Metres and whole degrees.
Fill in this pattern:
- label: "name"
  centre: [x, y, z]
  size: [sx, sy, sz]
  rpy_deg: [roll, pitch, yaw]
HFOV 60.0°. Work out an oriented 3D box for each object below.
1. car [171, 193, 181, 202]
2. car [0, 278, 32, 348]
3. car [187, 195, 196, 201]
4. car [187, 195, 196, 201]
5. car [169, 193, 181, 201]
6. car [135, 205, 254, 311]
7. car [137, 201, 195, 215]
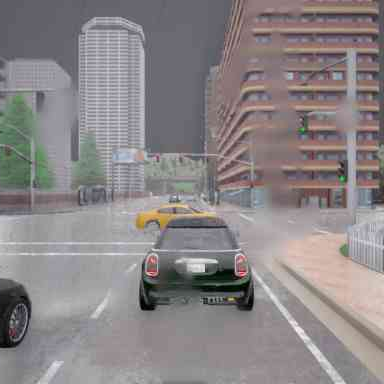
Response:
- label: "car"
  centre: [-3.643, 1.219, 76.086]
  size: [2.150, 2.045, 5.566]
  rpy_deg: [0, 0, 0]
- label: "car"
  centre: [-3.431, 1.526, 3.317]
  size: [1.812, 1.442, 4.674]
  rpy_deg: [0, 0, 0]
- label: "car"
  centre: [-0.144, 1.518, 76.344]
  size: [1.812, 1.442, 4.674]
  rpy_deg: [0, 0, 0]
- label: "car"
  centre: [-0.161, 1.506, 85.343]
  size: [2.128, 1.511, 4.902]
  rpy_deg: [0, 0, 0]
- label: "car"
  centre: [-3.525, 1.491, 66.085]
  size: [2.128, 1.511, 4.902]
  rpy_deg: [0, 0, 0]
- label: "car"
  centre: [0.098, 1.352, 7.936]
  size: [2.097, 1.767, 4.553]
  rpy_deg: [0, 0, 1]
- label: "car"
  centre: [-0.663, 1.464, 18.736]
  size: [5.008, 1.535, 1.882]
  rpy_deg: [0, 0, -1]
